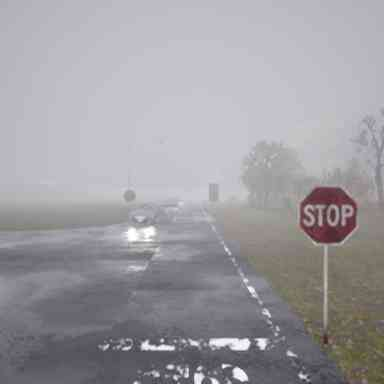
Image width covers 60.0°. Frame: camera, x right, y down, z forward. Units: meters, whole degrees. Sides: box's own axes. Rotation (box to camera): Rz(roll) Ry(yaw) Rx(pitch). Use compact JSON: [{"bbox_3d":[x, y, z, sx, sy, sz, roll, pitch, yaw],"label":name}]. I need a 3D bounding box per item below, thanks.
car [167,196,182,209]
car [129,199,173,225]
[{"bbox_3d":[-2.819,1.508,45.879,2.033,1.411,5.357,0,0,0],"label":"car"},{"bbox_3d":[-3.059,1.527,23.969,2.128,1.511,4.902,0,1,7],"label":"car"}]
